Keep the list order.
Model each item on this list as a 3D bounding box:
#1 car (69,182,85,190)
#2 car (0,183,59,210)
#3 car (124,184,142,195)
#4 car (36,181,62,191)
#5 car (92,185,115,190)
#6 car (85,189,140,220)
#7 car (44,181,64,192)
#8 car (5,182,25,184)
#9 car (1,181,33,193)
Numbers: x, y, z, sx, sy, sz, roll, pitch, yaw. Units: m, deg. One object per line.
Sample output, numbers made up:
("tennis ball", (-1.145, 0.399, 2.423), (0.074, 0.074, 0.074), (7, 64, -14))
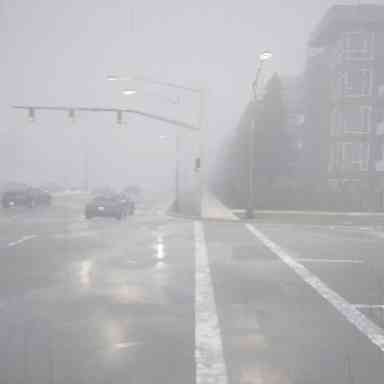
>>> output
("car", (-19.370, -1.038, 56.711), (1.812, 1.442, 4.674), (1, 2, 1))
("car", (-11.358, 0.366, 23.258), (1.837, 1.490, 4.892), (1, 2, -1))
("car", (-7.894, -0.370, 44.861), (2.128, 1.511, 4.902), (1, 2, 1))
("car", (-22.931, -1.023, 53.548), (1.837, 1.490, 4.892), (1, 2, 1))
("car", (-11.415, -0.288, 43.430), (1.895, 1.301, 4.718), (1, 2, 1))
("car", (-4.575, 0.735, 19.086), (1.994, 1.385, 4.181), (1, 2, 2))
("car", (-19.517, -0.621, 46.442), (1.994, 1.385, 4.181), (1, 2, 1))
("car", (-19.617, -0.327, 36.485), (2.128, 1.511, 4.902), (1, 2, 1))
("car", (-23.056, -0.651, 44.026), (1.812, 1.442, 4.674), (1, 2, 1))
